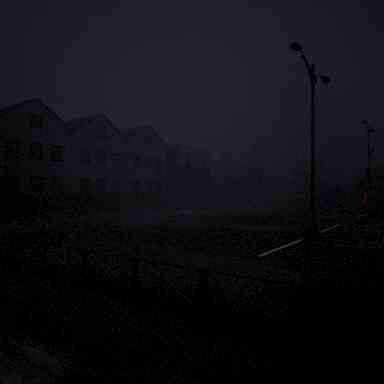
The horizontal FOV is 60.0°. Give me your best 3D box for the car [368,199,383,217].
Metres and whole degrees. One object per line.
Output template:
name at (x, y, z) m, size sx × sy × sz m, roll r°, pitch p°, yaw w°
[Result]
car at (15.481, 1.298, 26.779) m, size 2.007 × 1.523 × 4.514 m, roll 0°, pitch 0°, yaw 35°
